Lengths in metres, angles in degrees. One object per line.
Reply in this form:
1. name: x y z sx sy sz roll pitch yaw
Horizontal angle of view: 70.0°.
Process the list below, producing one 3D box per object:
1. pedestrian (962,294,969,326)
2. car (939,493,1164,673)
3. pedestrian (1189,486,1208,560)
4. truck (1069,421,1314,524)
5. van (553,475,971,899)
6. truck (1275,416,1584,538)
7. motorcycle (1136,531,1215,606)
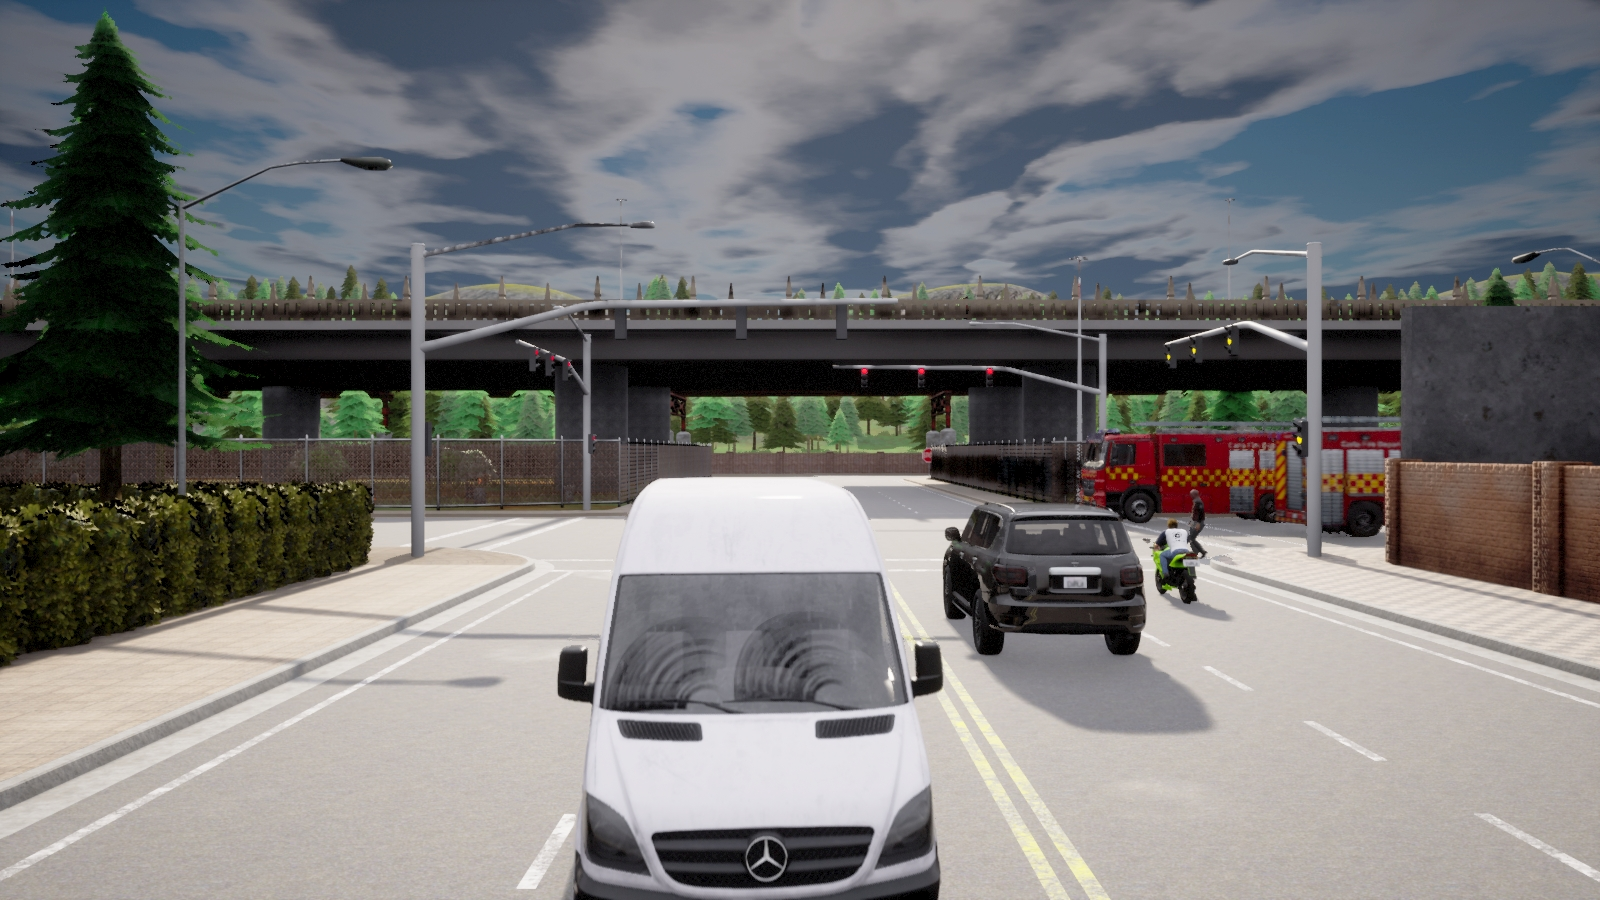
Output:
1. pedestrian: 9.810 -8.300 67.741 0.375 1.860 0.375 0 0 0
2. car: 3.496 1.780 17.139 2.150 2.045 5.566 0 0 0
3. pedestrian: 10.096 1.842 28.945 0.375 1.860 0.375 0 0 6
4. truck: 15.008 0.840 44.240 8.468 3.827 2.891 0 0 0
5. van: -0.408 1.535 8.378 1.988 2.561 5.915 0 0 -5
6. truck: 20.308 0.837 37.231 8.468 3.827 2.891 0 0 0
7. motorcycle: 6.995 2.187 21.401 0.803 1.199 2.033 0 0 0
